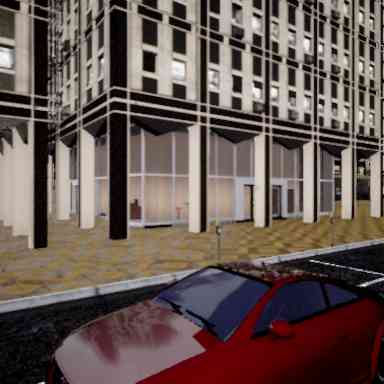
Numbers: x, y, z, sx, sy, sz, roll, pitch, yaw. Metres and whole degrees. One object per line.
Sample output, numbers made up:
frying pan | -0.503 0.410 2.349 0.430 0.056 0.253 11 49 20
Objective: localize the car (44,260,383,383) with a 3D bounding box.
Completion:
car | 0.594 1.567 3.801 4.181 1.385 1.994 0 0 -36

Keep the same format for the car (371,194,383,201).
car | 38.724 1.096 66.947 1.802 1.307 4.206 1 0 -36
